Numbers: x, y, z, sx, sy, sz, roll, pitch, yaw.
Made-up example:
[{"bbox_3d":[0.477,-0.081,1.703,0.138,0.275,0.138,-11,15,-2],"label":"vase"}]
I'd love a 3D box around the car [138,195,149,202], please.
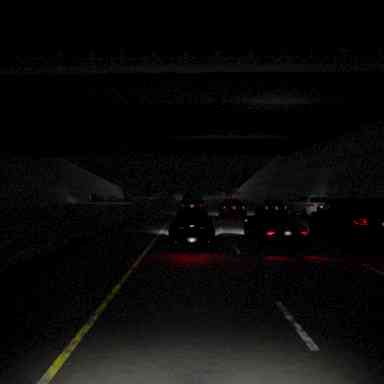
[{"bbox_3d":[-10.469,1.477,72.919,1.812,1.442,4.674,0,0,0],"label":"car"}]

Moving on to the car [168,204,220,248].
[{"bbox_3d":[0.000,1.514,14.650,1.837,1.490,4.892,0,0,0],"label":"car"}]

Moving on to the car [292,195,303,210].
[{"bbox_3d":[10.500,1.255,29.680,2.150,2.045,5.566,0,0,0],"label":"car"}]

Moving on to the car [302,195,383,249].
[{"bbox_3d":[7.000,1.255,14.680,2.150,2.045,5.566,0,0,0],"label":"car"}]

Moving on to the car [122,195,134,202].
[{"bbox_3d":[-13.969,1.477,72.923,1.812,1.442,4.674,0,0,0],"label":"car"}]

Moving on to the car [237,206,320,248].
[{"bbox_3d":[3.500,1.560,14.650,2.033,1.411,5.357,0,0,0],"label":"car"}]

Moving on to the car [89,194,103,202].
[{"bbox_3d":[-20.969,1.308,72.961,2.097,1.767,4.553,0,0,0],"label":"car"}]

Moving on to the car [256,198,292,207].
[{"bbox_3d":[7.000,1.364,29.620,2.097,1.767,4.553,0,0,0],"label":"car"}]

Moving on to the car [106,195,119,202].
[{"bbox_3d":[-17.469,1.431,72.927,1.882,1.535,5.008,0,0,0],"label":"car"}]

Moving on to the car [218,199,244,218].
[{"bbox_3d":[3.500,1.364,29.620,2.097,1.767,4.553,0,0,0],"label":"car"}]

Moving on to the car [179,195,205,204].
[{"bbox_3d":[0.000,1.255,29.680,2.150,2.045,5.566,0,0,0],"label":"car"}]
